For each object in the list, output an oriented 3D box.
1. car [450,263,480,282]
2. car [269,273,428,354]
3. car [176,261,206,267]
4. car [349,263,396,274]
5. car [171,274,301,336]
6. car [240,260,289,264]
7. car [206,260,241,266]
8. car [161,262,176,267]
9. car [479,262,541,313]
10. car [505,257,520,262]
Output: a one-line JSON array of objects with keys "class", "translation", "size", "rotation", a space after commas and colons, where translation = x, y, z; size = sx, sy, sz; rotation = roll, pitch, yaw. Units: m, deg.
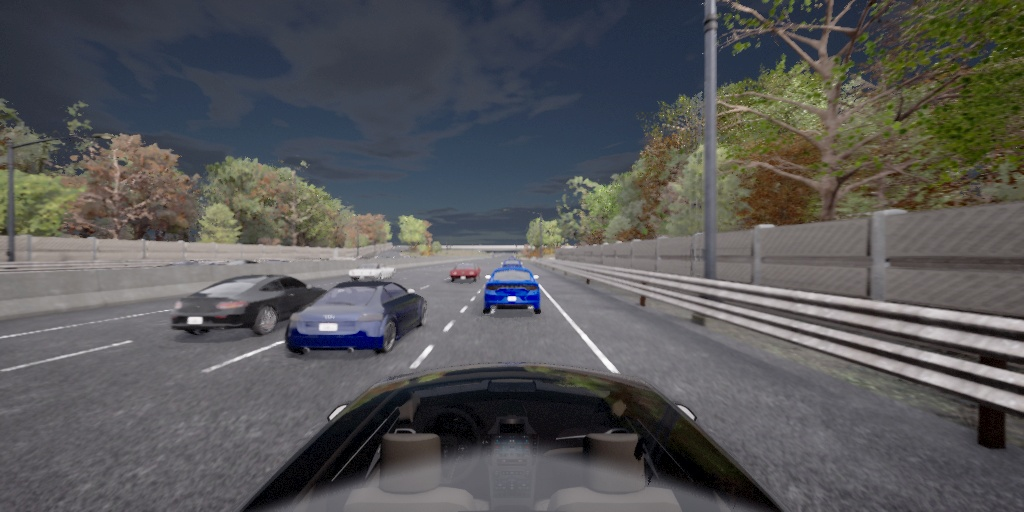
[{"class": "car", "translation": [-3.387, 1.209, 27.078], "size": [1.895, 1.301, 4.718], "rotation": [0, 0, 0]}, {"class": "car", "translation": [-3.393, 1.273, 8.632], "size": [1.994, 1.385, 4.181], "rotation": [0, 0, 0]}, {"class": "car", "translation": [-28.067, 1.174, 33.542], "size": [1.895, 1.301, 4.718], "rotation": [0, 0, 0]}, {"class": "car", "translation": [-10.388, 1.208, 27.093], "size": [1.895, 1.301, 4.718], "rotation": [0, 0, 0]}, {"class": "car", "translation": [-6.895, 1.226, 10.108], "size": [1.812, 1.442, 4.674], "rotation": [0, 0, 0]}, {"class": "car", "translation": [-21.072, 1.129, 32.084], "size": [2.033, 1.411, 5.357], "rotation": [0, 0, 0]}, {"class": "car", "translation": [-24.570, 1.105, 32.403], "size": [1.812, 1.442, 4.674], "rotation": [0, 0, 0]}, {"class": "car", "translation": [-31.560, 1.133, 34.620], "size": [1.994, 1.385, 4.181], "rotation": [0, 0, 0]}, {"class": "car", "translation": [0.005, 1.160, 13.594], "size": [1.882, 1.535, 5.008], "rotation": [0, 0, 0]}, {"class": "car", "translation": [0.013, 1.056, 33.734], "size": [1.882, 1.535, 5.008], "rotation": [0, 0, 0]}]
